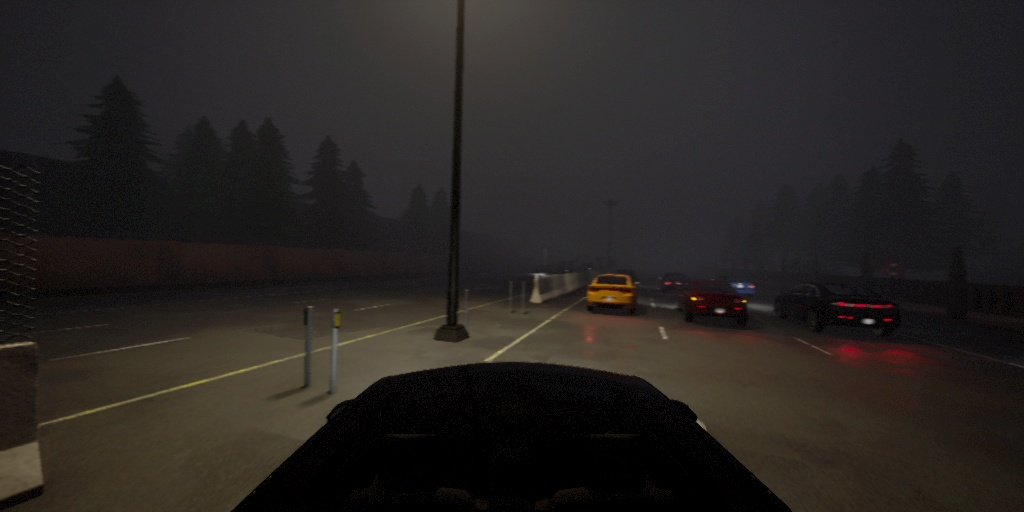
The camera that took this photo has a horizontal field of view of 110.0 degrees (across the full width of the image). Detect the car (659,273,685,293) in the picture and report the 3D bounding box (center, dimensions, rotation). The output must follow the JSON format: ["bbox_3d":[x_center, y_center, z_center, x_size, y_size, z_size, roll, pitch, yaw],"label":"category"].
[{"bbox_3d":[11.693,1.900,25.728,2.033,1.411,5.357,1,-1,20],"label":"car"}]

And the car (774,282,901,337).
[{"bbox_3d":[10.593,1.643,12.105,2.128,1.511,4.902,1,-1,20],"label":"car"}]

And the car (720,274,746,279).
[{"bbox_3d":[14.989,1.970,24.552,2.033,1.411,5.357,1,-1,20],"label":"car"}]

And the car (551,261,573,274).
[{"bbox_3d":[8.607,1.910,58.937,2.150,2.045,5.566,1,-1,20],"label":"car"}]

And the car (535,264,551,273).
[{"bbox_3d":[5.322,2.111,60.163,2.128,1.511,4.902,1,-1,20],"label":"car"}]

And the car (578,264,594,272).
[{"bbox_3d":[11.960,2.114,57.942,2.097,1.767,4.553,1,-1,20],"label":"car"}]

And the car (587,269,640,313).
[{"bbox_3d":[4.539,1.523,15.937,1.882,1.535,5.008,1,0,20],"label":"car"}]

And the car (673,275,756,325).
[{"bbox_3d":[7.384,1.615,13.521,1.812,1.442,4.674,1,-1,20],"label":"car"}]
